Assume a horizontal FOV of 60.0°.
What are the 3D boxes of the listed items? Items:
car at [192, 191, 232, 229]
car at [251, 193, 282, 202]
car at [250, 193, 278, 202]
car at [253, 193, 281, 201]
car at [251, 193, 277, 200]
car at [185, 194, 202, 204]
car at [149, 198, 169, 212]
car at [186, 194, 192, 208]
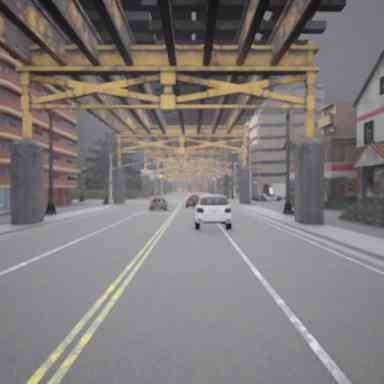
[{"bbox_3d":[1.237,1.169,21.124,2.150,2.045,5.566,0,0,0],"label":"car"},{"bbox_3d":[13.298,1.000,58.892,4.974,1.542,2.038,0,1,-20],"label":"car"},{"bbox_3d":[13.627,0.952,63.050,4.974,1.542,2.038,0,1,25],"label":"car"},{"bbox_3d":[13.346,0.842,58.908,4.536,1.218,1.853,0,1,-20],"label":"car"},{"bbox_3d":[13.674,0.794,63.027,4.536,1.218,1.853,0,1,25],"label":"car"},{"bbox_3d":[0.228,1.069,55.050,1.882,1.535,5.008,0,1,-10],"label":"car"},{"bbox_3d":[-3.548,1.336,36.006,1.812,1.442,4.674,0,1,0],"label":"car"},{"bbox_3d":[0.184,1.284,43.840,1.994,1.385,4.181,0,1,-1],"label":"car"}]
